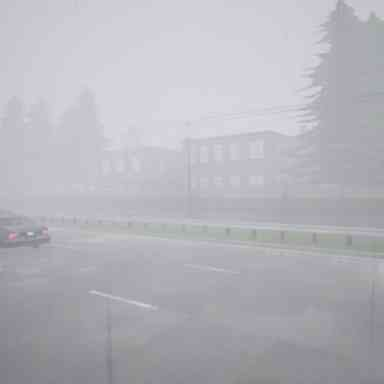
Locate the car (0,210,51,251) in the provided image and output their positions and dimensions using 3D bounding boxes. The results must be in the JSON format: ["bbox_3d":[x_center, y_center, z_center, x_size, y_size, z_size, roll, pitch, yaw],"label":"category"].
[{"bbox_3d":[-8.210,1.668,14.170,5.357,1.411,2.033,-1,0,36],"label":"car"}]

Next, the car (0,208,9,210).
[{"bbox_3d":[-12.888,1.750,21.820,4.181,1.385,1.994,-1,0,36],"label":"car"}]
